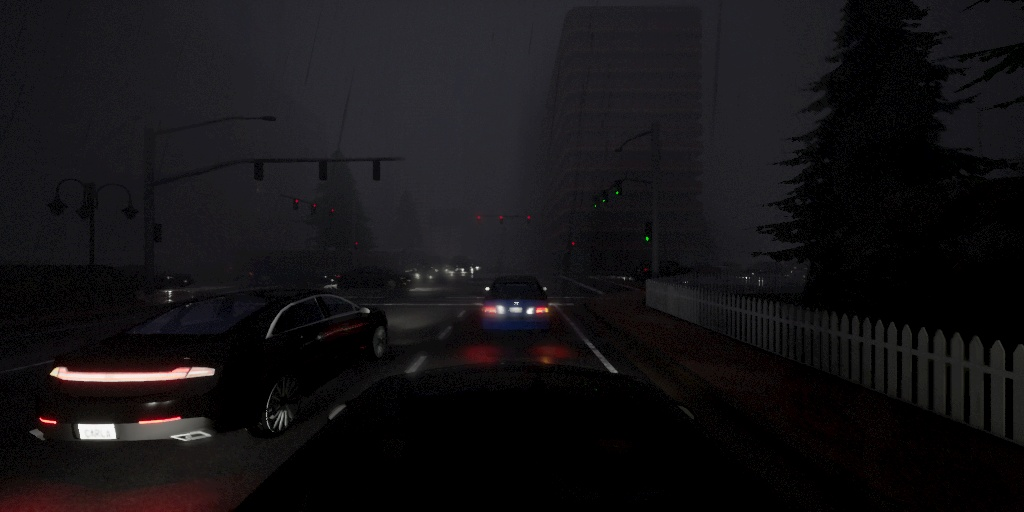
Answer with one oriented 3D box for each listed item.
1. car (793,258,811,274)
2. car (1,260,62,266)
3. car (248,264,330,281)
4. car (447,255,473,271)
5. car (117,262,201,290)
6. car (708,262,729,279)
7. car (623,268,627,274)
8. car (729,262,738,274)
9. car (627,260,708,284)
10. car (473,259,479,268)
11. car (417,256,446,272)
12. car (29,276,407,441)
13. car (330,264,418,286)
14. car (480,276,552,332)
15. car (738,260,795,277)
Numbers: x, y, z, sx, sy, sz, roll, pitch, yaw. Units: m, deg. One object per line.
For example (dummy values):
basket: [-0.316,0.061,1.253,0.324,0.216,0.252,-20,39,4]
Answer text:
car: [32.359,0.916,40.589,2.150,2.045,5.566,0,0,43]
car: [-32.616,1.047,24.768,4.553,1.767,2.097,0,0,0]
car: [-15.130,1.264,24.879,5.357,1.411,2.033,1,0,0]
car: [-7.057,0.971,49.141,2.150,2.045,5.566,0,0,0]
car: [-21.769,1.220,21.334,4.674,1.442,1.812,0,0,0]
car: [15.889,1.259,30.586,4.181,1.385,1.994,0,0,-20]
car: [13.155,1.242,33.411,5.357,1.411,2.033,0,0,-13]
car: [22.056,1.295,36.974,4.718,1.301,1.895,0,0,-30]
car: [11.101,1.046,25.758,4.553,1.767,2.097,0,0,-8]
car: [-7.025,1.255,58.952,1.837,1.490,4.892,0,0,0]
car: [-10.529,0.971,45.981,2.150,2.045,5.566,0,0,2]
car: [-3.427,1.242,5.397,2.128,1.511,4.902,0,0,0]
car: [-8.138,1.297,21.425,4.181,1.385,1.994,0,0,0]
car: [0.122,1.297,10.809,2.033,1.411,5.357,0,0,1]
car: [24.369,1.242,34.262,5.357,1.411,2.033,0,0,-31]
